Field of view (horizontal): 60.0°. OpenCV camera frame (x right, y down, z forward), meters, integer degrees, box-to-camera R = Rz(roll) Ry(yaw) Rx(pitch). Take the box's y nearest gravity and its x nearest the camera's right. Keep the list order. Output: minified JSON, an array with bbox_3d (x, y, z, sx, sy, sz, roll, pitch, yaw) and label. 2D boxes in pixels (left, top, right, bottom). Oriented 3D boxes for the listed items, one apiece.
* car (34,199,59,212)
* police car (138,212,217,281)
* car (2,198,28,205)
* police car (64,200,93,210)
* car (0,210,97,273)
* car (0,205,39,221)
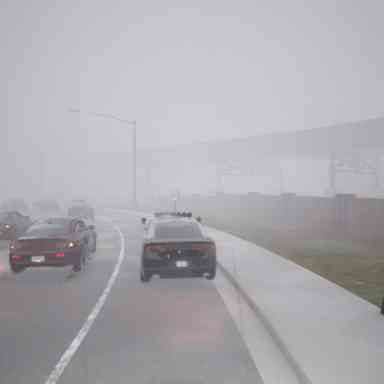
[{"bbox_3d":[-17.984,1.574,40.918,2.128,1.511,4.902,-1,0,-40],"label":"car"},{"bbox_3d":[-0.576,1.419,10.058,1.930,1.638,5.238,0,0,-8],"label":"police car"},{"bbox_3d":[-20.589,1.474,38.578,2.097,1.767,4.553,-1,0,-39],"label":"car"},{"bbox_3d":[-9.087,1.452,26.674,1.930,1.638,5.238,0,0,-24],"label":"police car"},{"bbox_3d":[-4.233,1.530,10.696,1.812,1.442,4.674,0,0,-8],"label":"car"},{"bbox_3d":[-8.684,1.551,15.334,1.812,1.442,4.674,0,0,-14],"label":"car"}]
